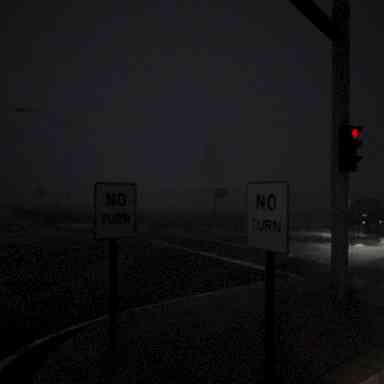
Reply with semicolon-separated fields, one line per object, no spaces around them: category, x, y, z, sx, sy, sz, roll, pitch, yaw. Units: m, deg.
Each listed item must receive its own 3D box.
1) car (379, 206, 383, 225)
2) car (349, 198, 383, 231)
car;13.032;1.683;18.785;4.902;1.511;2.128;1;0;-35
car;11.940;1.423;22.286;5.566;2.045;2.150;1;0;-35
